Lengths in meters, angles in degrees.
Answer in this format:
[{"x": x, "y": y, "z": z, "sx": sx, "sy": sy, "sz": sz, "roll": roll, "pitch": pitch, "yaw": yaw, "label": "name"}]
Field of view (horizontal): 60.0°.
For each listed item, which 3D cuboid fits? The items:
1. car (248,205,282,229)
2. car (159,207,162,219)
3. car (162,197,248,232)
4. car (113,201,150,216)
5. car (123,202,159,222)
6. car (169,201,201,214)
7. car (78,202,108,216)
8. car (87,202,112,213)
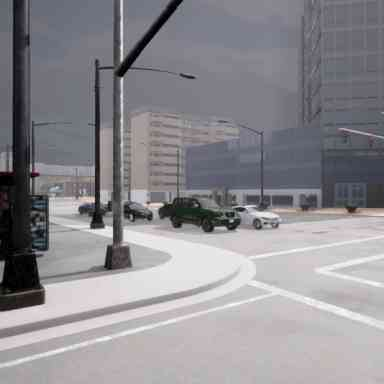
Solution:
[{"x": 3.908, "y": 1.635, "z": 22.695, "sx": 1.812, "sy": 1.442, "sz": 4.674, "roll": 0, "pitch": -1, "yaw": -35, "label": "car"}, {"x": -1.391, "y": 1.740, "z": 30.083, "sx": 1.812, "sy": 1.442, "sz": 4.674, "roll": 0, "pitch": -1, "yaw": -36, "label": "car"}, {"x": 0.641, "y": 1.335, "z": 21.264, "sx": 2.150, "sy": 2.045, "sz": 5.566, "roll": 0, "pitch": -1, "yaw": -36, "label": "car"}, {"x": -6.903, "y": 1.841, "z": 37.626, "sx": 2.128, "sy": 1.511, "sz": 4.902, "roll": 0, "pitch": -1, "yaw": -36, "label": "car"}, {"x": -5.165, "y": 1.741, "z": 29.264, "sx": 1.837, "sy": 1.490, "sz": 4.892, "roll": 0, "pitch": -1, "yaw": -36, "label": "car"}, {"x": -0.974, "y": 1.911, "z": 41.701, "sx": 1.994, "sy": 1.385, "sz": 4.181, "roll": 0, "pitch": -1, "yaw": -36, "label": "car"}, {"x": -11.411, "y": 1.939, "z": 37.880, "sx": 2.033, "sy": 1.411, "sz": 5.357, "roll": 0, "pitch": -1, "yaw": -36, "label": "car"}, {"x": -12.734, "y": 2.060, "z": 45.719, "sx": 1.994, "sy": 1.385, "sz": 4.181, "roll": 0, "pitch": -1, "yaw": -35, "label": "car"}]
